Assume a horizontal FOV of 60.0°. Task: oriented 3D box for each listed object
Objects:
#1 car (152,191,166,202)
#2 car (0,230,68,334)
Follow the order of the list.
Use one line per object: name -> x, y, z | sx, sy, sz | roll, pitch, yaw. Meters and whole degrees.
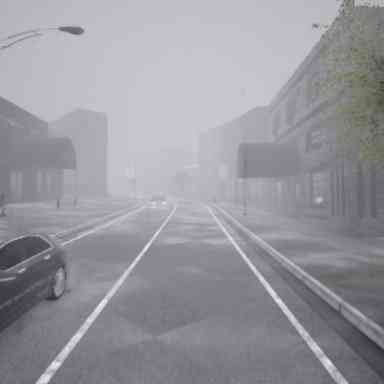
car -> -4.881, 0.633, 48.566 | 1.812, 1.442, 4.674 | 1, 2, -10
car -> -3.600, 1.469, 5.390 | 1.837, 1.490, 4.892 | 0, 1, 0
